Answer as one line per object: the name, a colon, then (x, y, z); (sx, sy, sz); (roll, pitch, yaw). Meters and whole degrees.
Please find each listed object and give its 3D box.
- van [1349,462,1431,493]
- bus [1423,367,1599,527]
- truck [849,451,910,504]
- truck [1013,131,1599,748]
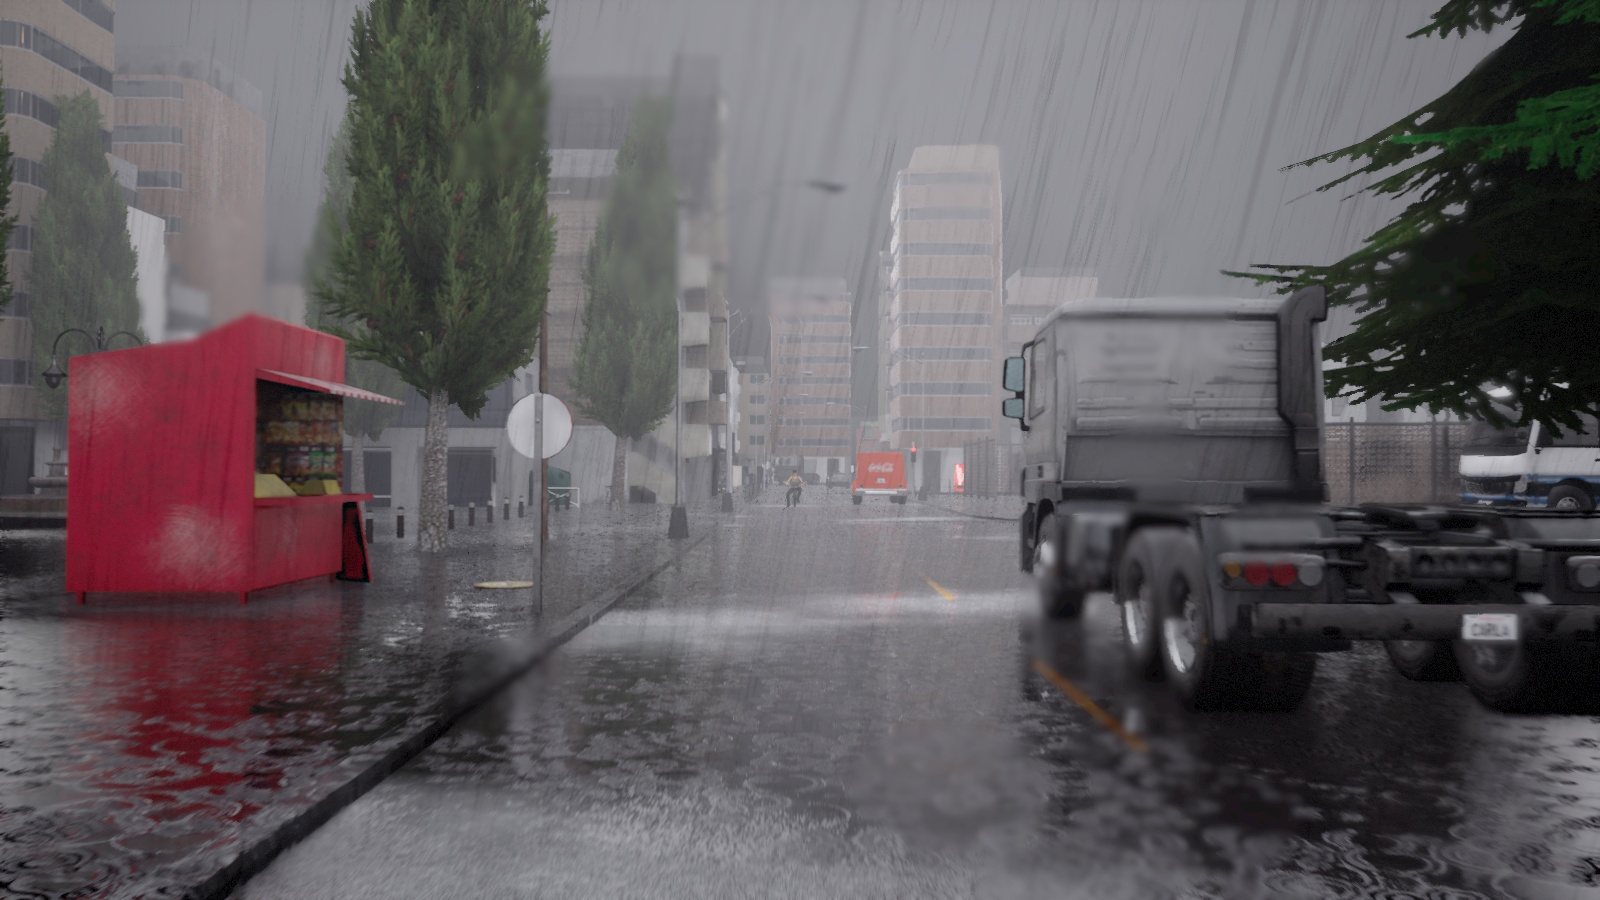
van: (37.899, 1.763, 80.765); (4.442, 1.987, 1.775); (0, -1, 1)
bus: (23.718, -0.065, 35.450); (10.273, 4.253, 3.944); (0, -1, -1)
truck: (3.771, 1.324, 60.696); (2.627, 2.467, 5.204); (0, -1, 0)
truck: (3.935, 0.001, 11.025); (2.891, 3.462, 7.936); (0, -1, 1)
